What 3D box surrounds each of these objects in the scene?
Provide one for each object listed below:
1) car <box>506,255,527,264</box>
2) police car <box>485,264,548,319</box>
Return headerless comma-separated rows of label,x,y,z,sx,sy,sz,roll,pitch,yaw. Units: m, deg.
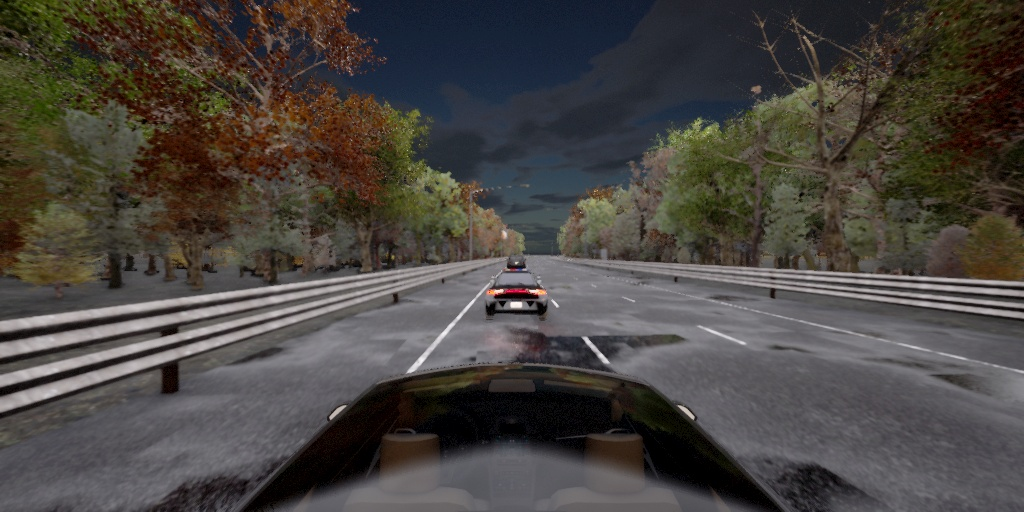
car,0.514,0.905,42.236,2.150,2.045,5.566,0,0,1
police car,0.143,1.237,12.813,2.038,1.542,4.974,0,0,0
